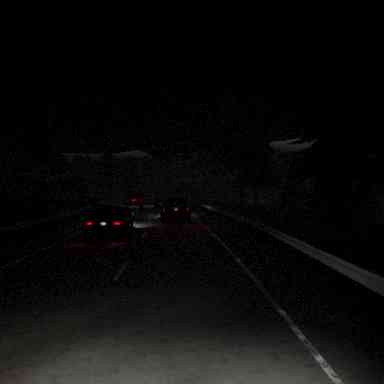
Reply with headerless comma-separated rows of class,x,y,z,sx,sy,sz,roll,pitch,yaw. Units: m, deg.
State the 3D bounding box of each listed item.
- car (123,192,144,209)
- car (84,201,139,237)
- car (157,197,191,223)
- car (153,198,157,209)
car,-6.963,0.983,39.610,2.150,2.045,5.566,0,1,-11
car,-4.127,1.443,17.240,2.033,1.411,5.357,0,0,-4
car,-1.284,1.202,24.407,2.097,1.767,4.553,0,1,-6
car,-3.764,1.293,41.512,2.033,1.411,5.357,0,0,-11
